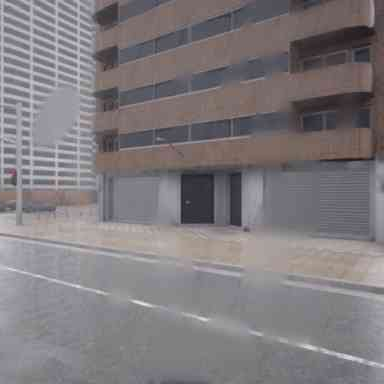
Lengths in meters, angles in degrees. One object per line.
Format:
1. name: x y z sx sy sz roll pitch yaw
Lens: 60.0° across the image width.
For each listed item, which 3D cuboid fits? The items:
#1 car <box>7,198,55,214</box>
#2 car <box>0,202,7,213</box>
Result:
1. car: -16.770 1.562 35.355 1.994 1.385 4.181 0 0 35
2. car: -19.635 1.503 37.366 1.837 1.490 4.892 0 0 35
